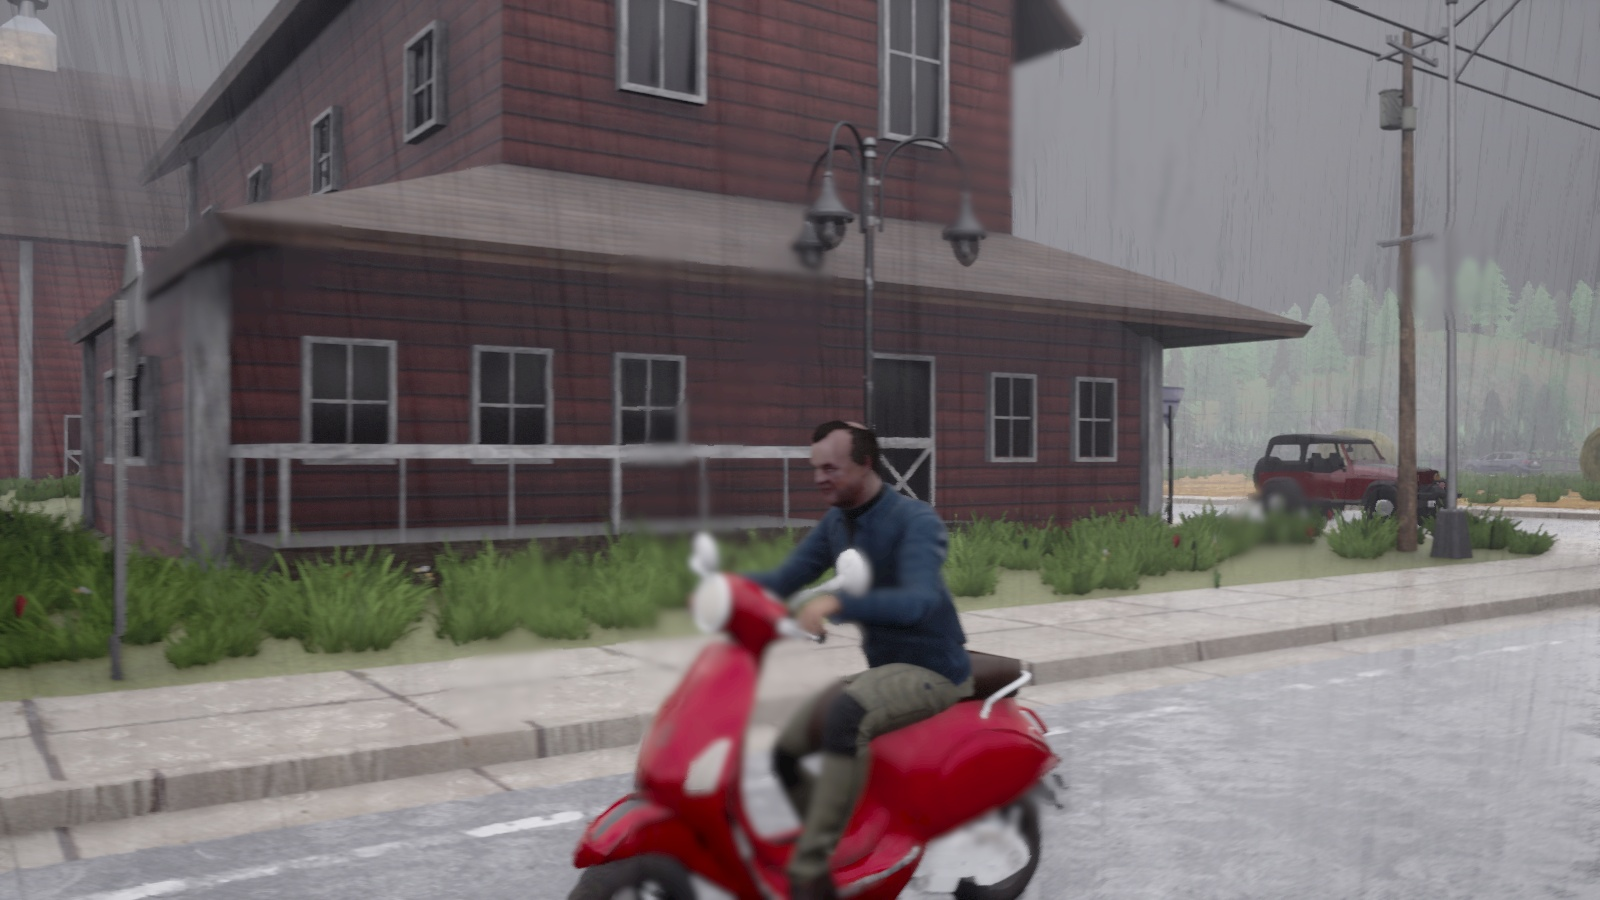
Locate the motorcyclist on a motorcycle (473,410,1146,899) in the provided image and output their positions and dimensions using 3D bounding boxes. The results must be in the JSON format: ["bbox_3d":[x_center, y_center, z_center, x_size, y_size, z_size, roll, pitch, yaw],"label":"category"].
[{"bbox_3d":[0.073,0.706,3.709,1.817,1.590,0.866,0,0,-35],"label":"motorcyclist on a motorcycle"}]

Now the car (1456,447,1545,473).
[{"bbox_3d":[46.033,0.627,82.606,2.242,1.667,4.611,0,0,-32],"label":"car"}]

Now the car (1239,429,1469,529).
[{"bbox_3d":[11.232,0.544,25.658,1.905,1.878,3.866,0,0,-36],"label":"car"}]
